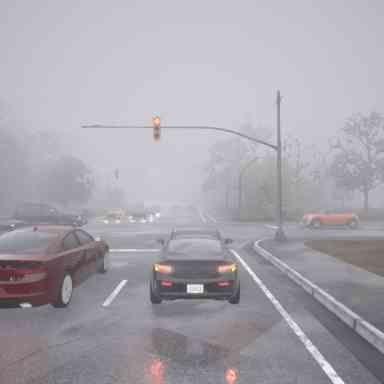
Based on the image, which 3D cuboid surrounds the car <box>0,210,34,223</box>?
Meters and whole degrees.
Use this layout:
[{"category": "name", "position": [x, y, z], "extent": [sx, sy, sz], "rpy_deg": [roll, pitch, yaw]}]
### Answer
[{"category": "car", "position": [-13.937, 2.088, 22.417], "extent": [5.357, 1.411, 2.033], "rpy_deg": [0, -3, 7]}]

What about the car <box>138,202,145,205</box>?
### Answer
[{"category": "car", "position": [-10.644, 3.037, 66.546], "extent": [2.150, 2.045, 5.566], "rpy_deg": [0, 0, 0]}]

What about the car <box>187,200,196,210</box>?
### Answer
[{"category": "car", "position": [-0.142, 3.301, 77.266], "extent": [1.994, 1.385, 4.181], "rpy_deg": [0, 0, 0]}]

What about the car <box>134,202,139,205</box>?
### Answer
[{"category": "car", "position": [-10.687, 3.103, 55.886], "extent": [2.097, 1.767, 4.553], "rpy_deg": [0, -1, 0]}]

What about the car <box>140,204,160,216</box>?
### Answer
[{"category": "car", "position": [-7.189, 3.253, 56.633], "extent": [2.128, 1.511, 4.902], "rpy_deg": [0, -1, 0]}]

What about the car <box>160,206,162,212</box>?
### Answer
[{"category": "car", "position": [-7.144, 3.307, 66.690], "extent": [2.128, 1.511, 4.902], "rpy_deg": [0, 0, 0]}]

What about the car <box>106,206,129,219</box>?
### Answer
[{"category": "car", "position": [-10.684, 3.030, 47.027], "extent": [1.882, 1.535, 5.008], "rpy_deg": [0, -2, 0]}]

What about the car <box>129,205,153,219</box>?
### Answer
[{"category": "car", "position": [-7.173, 3.034, 47.162], "extent": [1.882, 1.535, 5.008], "rpy_deg": [0, -2, 1]}]

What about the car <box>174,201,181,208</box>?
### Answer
[{"category": "car", "position": [-3.761, 3.223, 86.876], "extent": [1.812, 1.442, 4.674], "rpy_deg": [0, 0, -4]}]

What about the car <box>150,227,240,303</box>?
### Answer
[{"category": "car", "position": [0.065, 1.606, 8.255], "extent": [1.812, 1.442, 4.674], "rpy_deg": [0, -1, 0]}]

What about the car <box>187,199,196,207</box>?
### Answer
[{"category": "car", "position": [-0.253, 2.890, 87.001], "extent": [2.097, 1.767, 4.553], "rpy_deg": [0, 0, -4]}]

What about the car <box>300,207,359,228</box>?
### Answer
[{"category": "car", "position": [11.757, 2.162, 28.653], "extent": [4.553, 1.767, 2.097], "rpy_deg": [0, -3, -2]}]

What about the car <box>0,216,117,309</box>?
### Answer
[{"category": "car", "position": [-3.432, 1.556, 8.110], "extent": [1.882, 1.535, 5.008], "rpy_deg": [0, -1, 0]}]

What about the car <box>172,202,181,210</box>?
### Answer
[{"category": "car", "position": [-3.642, 3.353, 76.965], "extent": [1.895, 1.301, 4.718], "rpy_deg": [0, 0, 0]}]

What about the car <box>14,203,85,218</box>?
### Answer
[{"category": "car", "position": [-10.978, 1.900, 25.608], "extent": [5.566, 2.045, 2.150], "rpy_deg": [0, -2, 6]}]
